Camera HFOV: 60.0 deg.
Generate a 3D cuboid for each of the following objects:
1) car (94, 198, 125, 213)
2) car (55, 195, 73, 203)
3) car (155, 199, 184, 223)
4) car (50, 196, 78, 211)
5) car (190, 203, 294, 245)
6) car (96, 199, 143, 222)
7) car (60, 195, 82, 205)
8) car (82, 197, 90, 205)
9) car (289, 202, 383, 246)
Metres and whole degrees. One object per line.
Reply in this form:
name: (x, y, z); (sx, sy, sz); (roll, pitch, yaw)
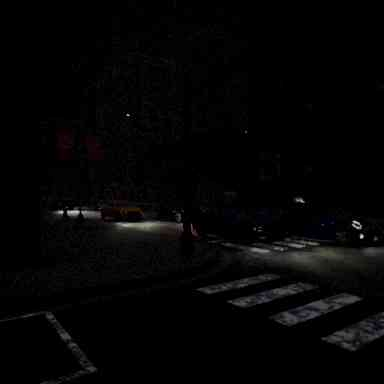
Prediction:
car: (-9.293, 1.471, 37.147); (1.812, 1.442, 4.674); (0, 0, -36)
car: (-25.126, 1.380, 65.027); (2.128, 1.511, 4.902); (0, 0, -36)
car: (-0.959, 1.320, 25.547); (2.097, 1.767, 4.553); (0, 0, -36)
car: (-15.972, 1.541, 40.893); (1.895, 1.301, 4.718); (0, 0, -35)
car: (2.045, 1.464, 15.814); (1.882, 1.535, 5.008); (0, 0, -36)
car: (-5.723, 1.444, 26.606); (1.882, 1.535, 5.008); (0, 0, -36)
car: (-18.718, 1.192, 50.391); (1.994, 1.385, 4.181); (0, 0, -36)
car: (-19.053, 1.510, 56.598); (1.895, 1.301, 4.718); (0, 0, -36)
car: (6.261, 1.338, 15.518); (2.097, 1.767, 4.553); (0, 0, -36)
